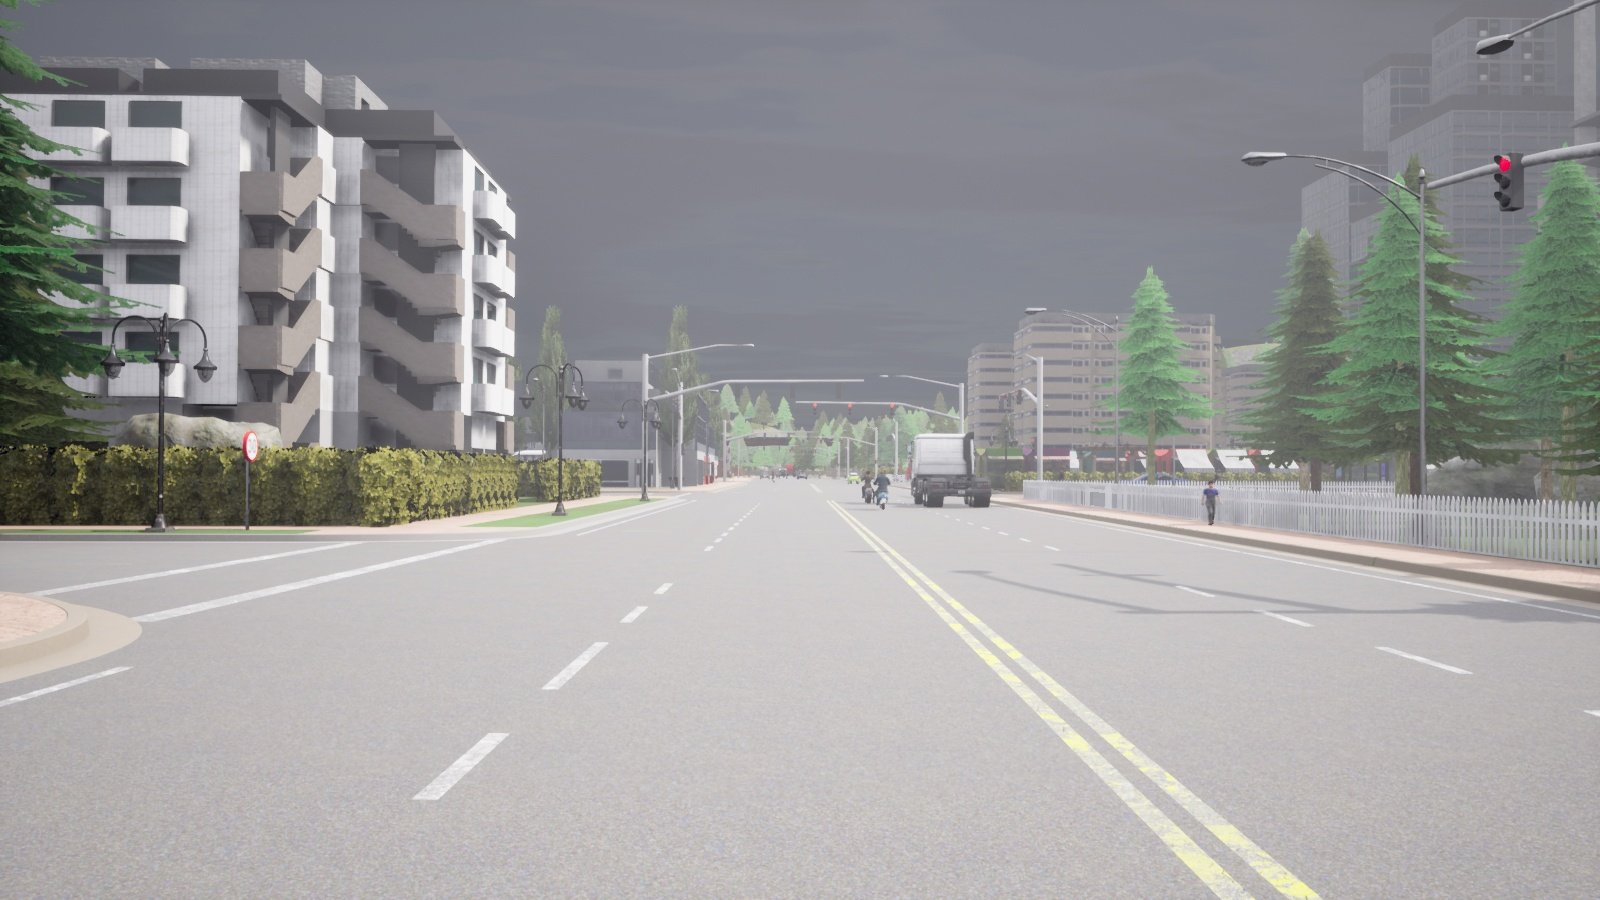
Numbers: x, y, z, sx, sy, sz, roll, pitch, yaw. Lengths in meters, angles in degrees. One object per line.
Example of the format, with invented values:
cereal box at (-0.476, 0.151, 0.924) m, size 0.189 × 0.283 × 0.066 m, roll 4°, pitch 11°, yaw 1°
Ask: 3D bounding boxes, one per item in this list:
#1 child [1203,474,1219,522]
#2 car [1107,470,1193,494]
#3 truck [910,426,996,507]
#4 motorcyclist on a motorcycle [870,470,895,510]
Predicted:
child at (10.929, 1.269, 33.365) m, size 0.270 × 1.263 × 0.437 m, roll 0°, pitch -1°, yaw 0°
car at (22.624, 2.065, 81.258) m, size 5.008 × 1.535 × 1.882 m, roll 0°, pitch -1°, yaw -2°
truck at (6.860, 0.769, 57.460) m, size 2.891 × 3.462 × 7.936 m, roll 0°, pitch -1°, yaw 0°
motorcyclist on a motorcycle at (3.369, 1.617, 51.438) m, size 0.866 × 1.590 × 1.817 m, roll 0°, pitch -1°, yaw 0°
